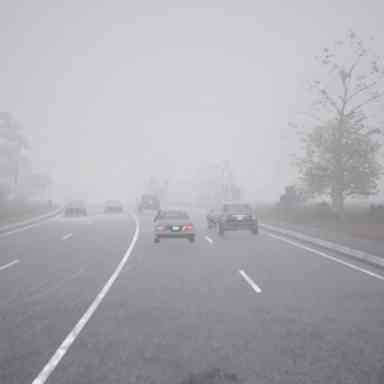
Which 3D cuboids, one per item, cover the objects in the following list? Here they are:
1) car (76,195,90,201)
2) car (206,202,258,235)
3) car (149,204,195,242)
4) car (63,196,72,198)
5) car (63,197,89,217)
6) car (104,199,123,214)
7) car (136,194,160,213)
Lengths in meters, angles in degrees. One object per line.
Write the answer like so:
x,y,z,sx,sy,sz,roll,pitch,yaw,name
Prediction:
-24.373,1.336,74.213,2.033,1.411,5.357,0,0,-30,car
2.150,1.360,19.007,2.097,1.767,4.553,0,0,-7,car
-0.976,1.559,16.371,2.033,1.411,5.357,0,0,-7,car
-26.081,1.521,70.183,1.837,1.490,4.892,0,0,-30,car
-11.246,1.511,32.630,1.882,1.535,5.008,0,0,-14,car
-8.552,1.511,36.217,1.882,1.535,5.008,0,0,-15,car
-4.916,1.252,37.010,2.150,2.045,5.566,0,0,-15,car
